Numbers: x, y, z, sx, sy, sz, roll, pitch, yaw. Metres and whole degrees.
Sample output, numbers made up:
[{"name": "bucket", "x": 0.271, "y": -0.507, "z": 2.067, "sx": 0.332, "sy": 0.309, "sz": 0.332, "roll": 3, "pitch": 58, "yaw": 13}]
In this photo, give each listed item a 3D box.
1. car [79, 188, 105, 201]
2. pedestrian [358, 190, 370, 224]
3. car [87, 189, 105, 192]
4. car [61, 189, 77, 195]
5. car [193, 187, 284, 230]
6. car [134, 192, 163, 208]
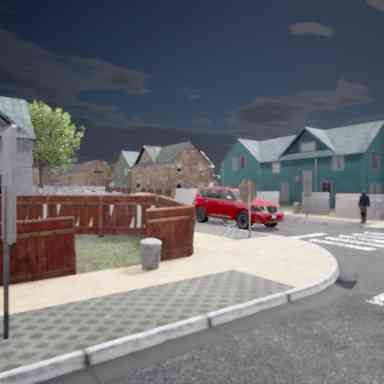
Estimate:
[{"name": "car", "x": -13.520, "y": 0.324, "z": 44.938, "sx": 1.882, "sy": 1.535, "sz": 5.008, "roll": 0, "pitch": 1, "yaw": -35}, {"name": "pedestrian", "x": 9.303, "y": 0.770, "z": 18.027, "sx": 0.375, "sy": 1.860, "sz": 0.375, "roll": 2, "pitch": -1, "yaw": -35}, {"name": "car", "x": -9.561, "y": 0.606, "z": 34.396, "sx": 1.812, "sy": 1.442, "sz": 4.674, "roll": 0, "pitch": 1, "yaw": -35}, {"name": "car", "x": -15.552, "y": 0.358, "z": 42.885, "sx": 1.837, "sy": 1.490, "sz": 4.892, "roll": 0, "pitch": 1, "yaw": -35}, {"name": "car", "x": 2.245, "y": 0.753, "z": 17.844, "sx": 2.150, "sy": 2.045, "sz": 5.566, "roll": 0, "pitch": 1, "yaw": -36}, {"name": "car", "x": -3.566, "y": 0.786, "z": 25.977, "sx": 1.882, "sy": 1.535, "sz": 5.008, "roll": 0, "pitch": 1, "yaw": -35}]
